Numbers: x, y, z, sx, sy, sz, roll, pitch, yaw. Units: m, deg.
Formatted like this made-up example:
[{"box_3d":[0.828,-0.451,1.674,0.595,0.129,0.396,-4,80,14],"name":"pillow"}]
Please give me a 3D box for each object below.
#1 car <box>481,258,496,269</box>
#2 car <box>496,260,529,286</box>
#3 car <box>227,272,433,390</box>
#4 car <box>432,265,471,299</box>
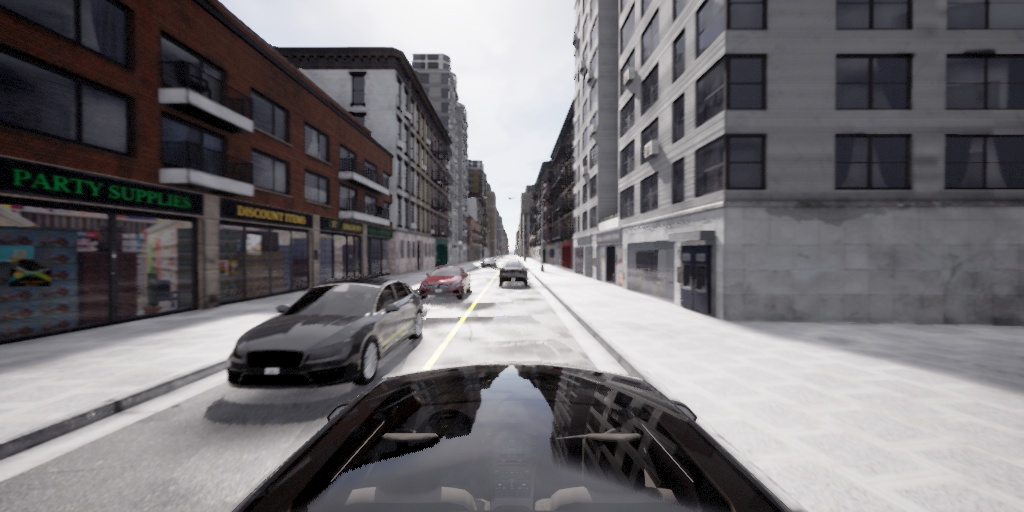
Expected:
[{"box_3d":[-3.073,1.011,48.670,1.994,1.385,4.181,0,0,0],"name":"car"},{"box_3d":[0.098,1.118,23.895,1.837,1.490,4.892,0,1,0],"name":"car"},{"box_3d":[-3.093,1.224,7.057,1.837,1.490,4.892,0,0,0],"name":"car"},{"box_3d":[-3.059,1.181,17.353,1.812,1.442,4.674,0,0,0],"name":"car"}]
